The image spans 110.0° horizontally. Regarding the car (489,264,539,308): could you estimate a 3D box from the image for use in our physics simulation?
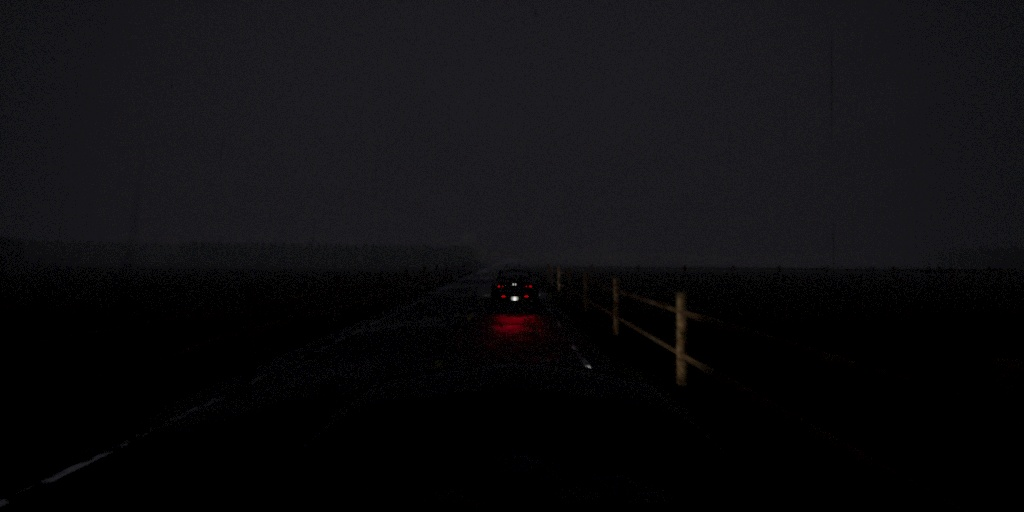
[{"bbox_3d":[0.097,1.273,15.212,1.837,1.490,4.892,0,0,0],"label":"car"}]
